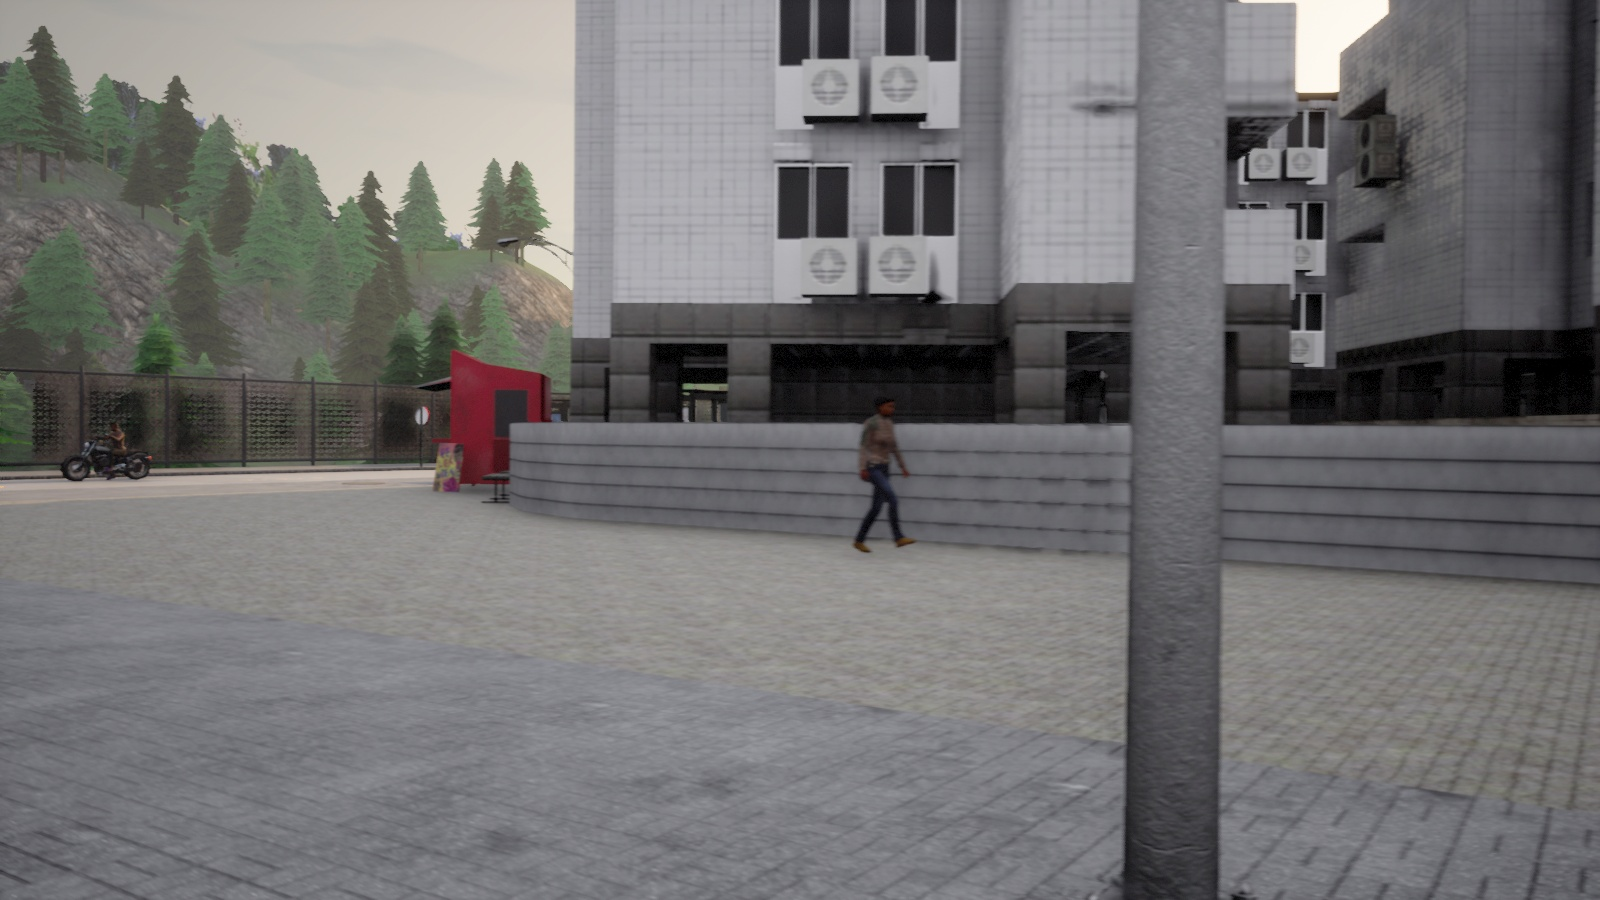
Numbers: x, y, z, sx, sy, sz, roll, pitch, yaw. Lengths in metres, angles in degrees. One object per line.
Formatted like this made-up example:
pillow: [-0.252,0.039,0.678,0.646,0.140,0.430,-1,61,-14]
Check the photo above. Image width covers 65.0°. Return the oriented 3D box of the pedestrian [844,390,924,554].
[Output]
pedestrian: [0.946,0.239,14.213,0.869,1.805,0.328,0,1,42]

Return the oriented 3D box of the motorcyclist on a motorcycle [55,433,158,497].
motorcyclist on a motorcycle: [-18.822,0.386,34.139,0.766,1.649,2.350,0,1,34]
